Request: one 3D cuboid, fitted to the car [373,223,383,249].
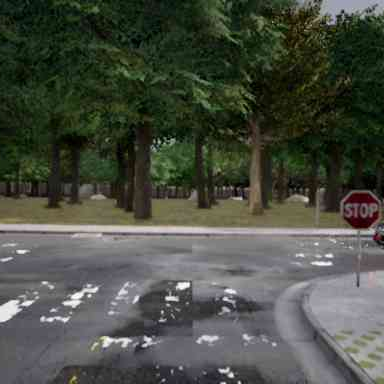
[{"bbox_3d":[8.945,1.678,11.234,4.718,1.301,1.895,0,2,0],"label":"car"}]
